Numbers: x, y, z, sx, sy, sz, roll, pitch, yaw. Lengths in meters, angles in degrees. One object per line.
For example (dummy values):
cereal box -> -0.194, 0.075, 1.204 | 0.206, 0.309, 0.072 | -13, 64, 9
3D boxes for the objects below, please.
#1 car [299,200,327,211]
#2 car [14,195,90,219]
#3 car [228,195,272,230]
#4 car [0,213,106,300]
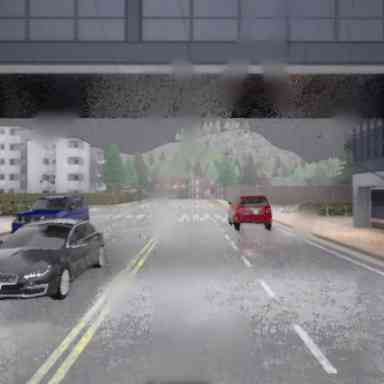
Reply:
car -> 13.658, 1.564, 35.635 | 4.181, 1.385, 1.994 | 0, 0, 0
car -> -7.043, 1.219, 17.337 | 2.150, 2.045, 5.566 | 0, 0, 0
car -> 3.585, 1.221, 21.293 | 2.150, 2.045, 5.566 | 0, 0, 0
car -> -3.589, 1.506, 8.531 | 1.837, 1.490, 4.892 | 0, 0, 0
